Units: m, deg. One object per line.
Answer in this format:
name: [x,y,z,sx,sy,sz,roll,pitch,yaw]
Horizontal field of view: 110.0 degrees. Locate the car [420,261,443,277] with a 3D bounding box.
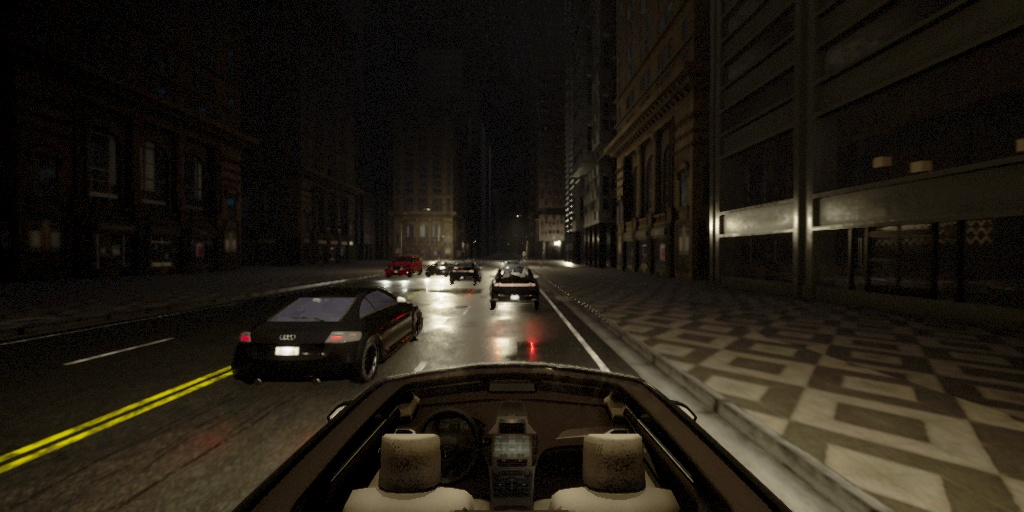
car: [-6.505,1.203,32.912,2.033,1.411,5.357,0,0,0]

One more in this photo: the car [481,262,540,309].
car: [0.098,1.191,14.641,2.128,1.511,4.902,0,0,0]

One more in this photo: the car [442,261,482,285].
car: [-3.154,1.153,25.021,2.128,1.511,4.902,0,0,0]

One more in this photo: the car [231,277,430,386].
car: [-3.151,1.292,7.030,1.994,1.385,4.181,0,0,0]

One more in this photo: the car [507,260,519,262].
car: [0.096,1.148,36.797,1.812,1.442,4.674,0,0,0]

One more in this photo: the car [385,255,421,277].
car: [-9.755,0.952,32.880,2.150,2.045,5.566,0,0,0]
